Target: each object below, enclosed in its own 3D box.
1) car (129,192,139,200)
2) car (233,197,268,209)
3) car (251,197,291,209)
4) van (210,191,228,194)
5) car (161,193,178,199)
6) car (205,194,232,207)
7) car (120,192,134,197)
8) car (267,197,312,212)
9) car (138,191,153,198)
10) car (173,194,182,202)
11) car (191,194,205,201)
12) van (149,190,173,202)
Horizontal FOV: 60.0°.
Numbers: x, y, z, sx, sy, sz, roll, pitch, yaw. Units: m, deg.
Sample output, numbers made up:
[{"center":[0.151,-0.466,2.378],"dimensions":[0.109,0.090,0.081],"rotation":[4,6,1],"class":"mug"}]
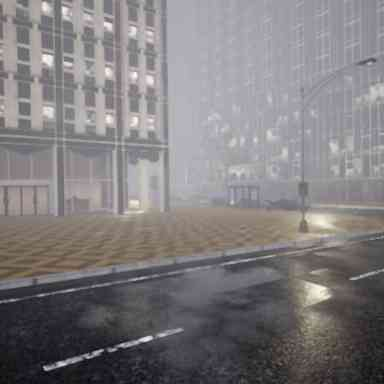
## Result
[{"center":[-11.891,0.989,67.940],"dimensions":[2.008,1.369,4.403],"rotation":[-1,1,-34],"class":"car"},{"center":[7.319,1.340,39.767],"dimensions":[1.802,1.307,4.206],"rotation":[-1,1,-34],"class":"car"},{"center":[9.673,1.313,41.100],"dimensions":[1.895,1.301,4.718],"rotation":[-1,1,-34],"class":"car"},{"center":[4.668,0.793,58.622],"dimensions":[1.690,1.788,3.998],"rotation":[-1,1,-34],"class":"van"},{"center":[-4.982,0.872,72.682],"dimensions":[1.802,1.307,4.206],"rotation":[-1,1,-34],"class":"car"},{"center":[4.150,1.271,44.484],"dimensions":[1.947,1.339,4.313],"rotation":[-1,1,-34],"class":"car"},{"center":[-17.851,0.623,91.423],"dimensions":[2.008,1.369,4.403],"rotation":[-1,1,-34],"class":"car"},{"center":[10.522,1.377,35.069],"dimensions":[1.947,1.339,4.313],"rotation":[-1,1,-34],"class":"car"},{"center":[-11.417,0.622,82.051],"dimensions":[1.967,1.590,4.097],"rotation":[-1,1,-34],"class":"car"},{"center":[-3.731,1.093,60.764],"dimensions":[1.895,1.301,4.718],"rotation":[-1,1,-34],"class":"car"},{"center":[1.452,0.980,63.311],"dimensions":[1.802,1.307,4.206],"rotation":[-1,1,-34],"class":"car"},{"center":[-5.457,0.888,58.566],"dimensions":[1.690,1.788,3.998],"rotation":[-1,1,-34],"class":"van"}]
